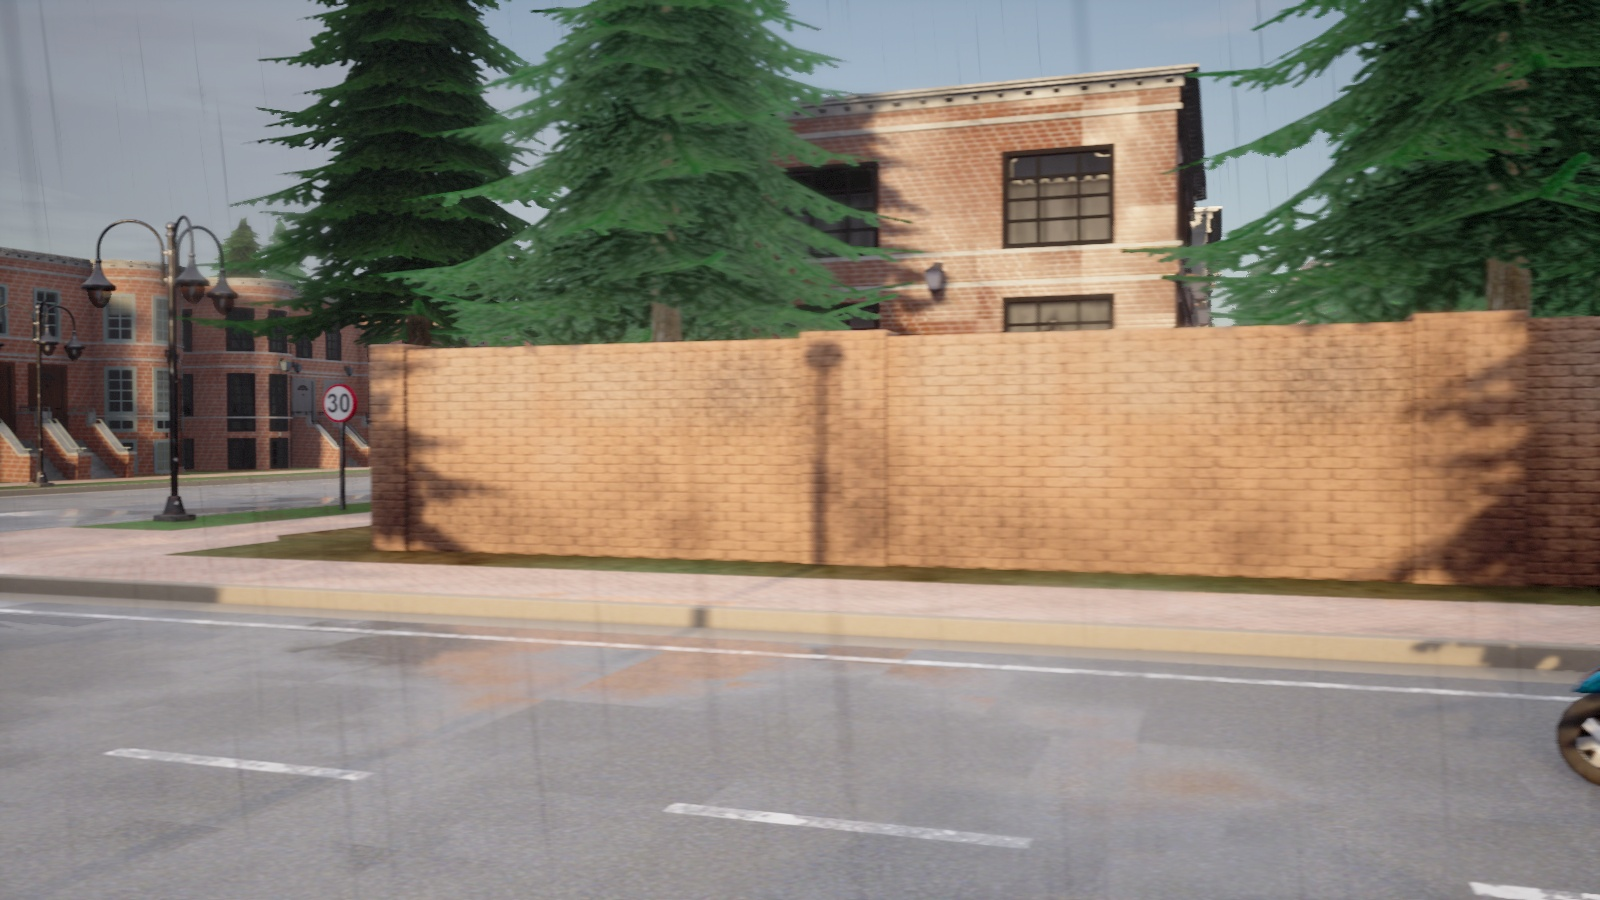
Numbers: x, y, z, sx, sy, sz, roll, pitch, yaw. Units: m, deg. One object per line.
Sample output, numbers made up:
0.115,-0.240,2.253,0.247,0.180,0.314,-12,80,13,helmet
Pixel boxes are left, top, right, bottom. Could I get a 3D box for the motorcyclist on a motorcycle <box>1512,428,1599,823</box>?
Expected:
3.975,0.712,5.150,1.817,1.590,0.866,1,2,29,motorcyclist on a motorcycle
